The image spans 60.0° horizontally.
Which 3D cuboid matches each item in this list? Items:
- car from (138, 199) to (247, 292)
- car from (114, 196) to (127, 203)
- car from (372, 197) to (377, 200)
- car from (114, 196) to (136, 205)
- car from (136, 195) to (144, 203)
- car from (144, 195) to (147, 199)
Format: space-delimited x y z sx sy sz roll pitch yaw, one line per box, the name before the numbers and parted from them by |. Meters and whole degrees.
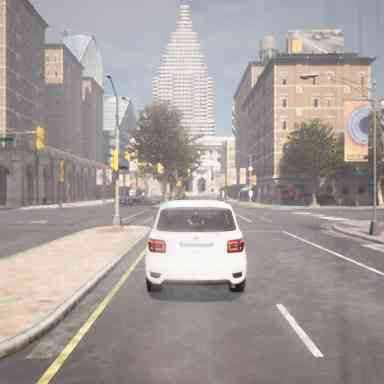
car | 0.077 1.221 9.059 2.150 2.045 5.566 0 0 0
car | -14.954 1.591 69.900 1.895 1.301 4.718 0 0 0
car | 37.736 1.477 71.452 2.231 1.521 4.892 0 0 0
car | -11.726 1.501 58.522 1.837 1.490 4.892 0 0 0
car | -11.701 1.597 68.576 1.895 1.301 4.718 0 0 0
car | -11.731 1.496 78.758 1.837 1.490 4.892 0 0 0
